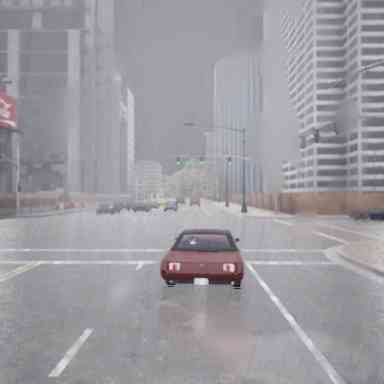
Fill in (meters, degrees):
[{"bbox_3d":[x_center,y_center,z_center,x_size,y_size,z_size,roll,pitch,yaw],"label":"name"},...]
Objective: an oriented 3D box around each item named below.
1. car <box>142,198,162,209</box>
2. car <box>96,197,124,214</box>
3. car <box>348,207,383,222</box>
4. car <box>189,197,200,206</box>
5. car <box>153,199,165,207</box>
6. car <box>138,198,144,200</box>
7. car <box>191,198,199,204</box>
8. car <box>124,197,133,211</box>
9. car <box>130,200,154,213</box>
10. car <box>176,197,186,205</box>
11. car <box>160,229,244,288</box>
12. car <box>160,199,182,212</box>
[{"bbox_3d":[-6.637,2.172,55.412,1.994,1.385,4.181,0,-1,0],"label":"car"},{"bbox_3d":[-10.265,1.801,41.013,2.097,1.767,4.553,0,-1,0],"label":"car"},{"bbox_3d":[16.356,1.926,29.119,4.718,1.301,1.895,0,-1,0],"label":"car"},{"bbox_3d":[0.595,2.007,71.976,2.150,2.045,5.566,0,-1,0],"label":"car"},{"bbox_3d":[-6.477,2.200,65.861,1.882,1.535,5.008,0,-1,1],"label":"car"},{"bbox_3d":[-10.056,2.214,60.844,2.033,1.411,5.357,0,-1,1],"label":"car"},{"bbox_3d":[0.685,2.262,82.645,1.812,1.442,4.674,0,-1,0],"label":"car"},{"bbox_3d":[-10.165,1.775,50.597,2.150,2.045,5.566,0,-1,1],"label":"car"},{"bbox_3d":[-6.728,2.099,45.409,1.895,1.301,4.718,0,-1,1],"label":"car"},{"bbox_3d":[-2.817,2.130,82.385,2.150,2.045,5.566,0,-1,0],"label":"car"},{"bbox_3d":[0.430,1.707,9.537,1.895,1.301,4.718,0,-1,6],"label":"car"},{"bbox_3d":[-2.982,2.078,48.307,2.033,1.411,5.357,0,-1,1],"label":"car"}]
